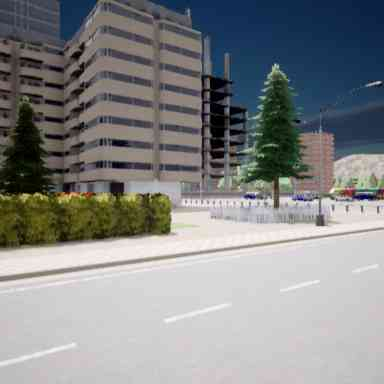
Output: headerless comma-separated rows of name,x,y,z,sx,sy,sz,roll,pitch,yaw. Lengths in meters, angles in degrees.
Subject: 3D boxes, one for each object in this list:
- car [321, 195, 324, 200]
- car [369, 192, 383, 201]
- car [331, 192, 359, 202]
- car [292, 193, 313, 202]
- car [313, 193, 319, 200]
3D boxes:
car,32.827,1.122,89.337,1.932,1.855,4.605,0,0,-36
car,46.085,1.125,80.289,1.932,1.855,4.605,0,0,-36
car,32.374,1.364,70.413,1.970,1.475,3.806,0,0,-36
car,28.312,1.364,86.060,1.970,1.475,3.806,0,0,-36
car,30.670,1.333,87.739,1.784,1.438,3.905,0,0,-36
